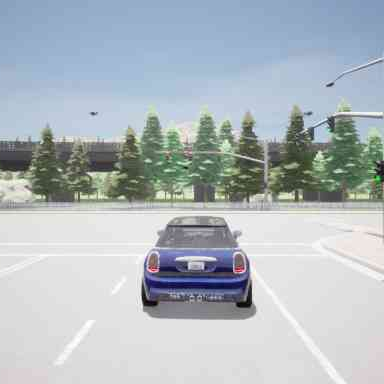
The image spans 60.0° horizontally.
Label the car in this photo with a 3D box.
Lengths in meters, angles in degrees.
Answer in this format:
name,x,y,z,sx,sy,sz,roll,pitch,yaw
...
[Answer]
name,x,y,z,sx,sy,sz,roll,pitch,yaw
car,0.167,1.352,8.127,2.097,1.767,4.553,0,0,3
